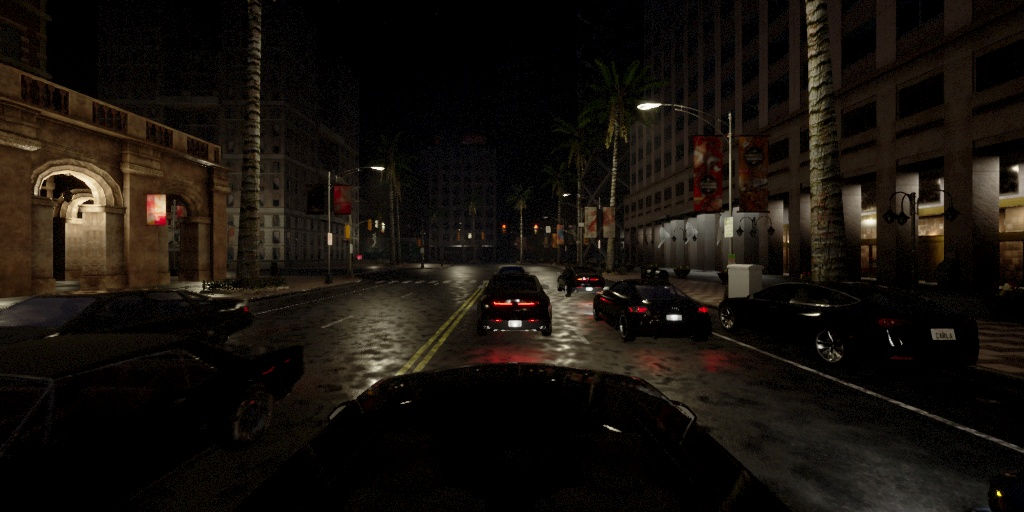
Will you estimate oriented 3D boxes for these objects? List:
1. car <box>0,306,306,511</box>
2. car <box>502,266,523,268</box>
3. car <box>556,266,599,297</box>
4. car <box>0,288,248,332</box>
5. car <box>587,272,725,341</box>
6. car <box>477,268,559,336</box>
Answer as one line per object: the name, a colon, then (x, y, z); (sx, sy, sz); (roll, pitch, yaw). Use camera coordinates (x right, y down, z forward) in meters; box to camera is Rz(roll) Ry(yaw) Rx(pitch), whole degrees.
car: (-3.601, 1.351, 2.410); (1.895, 1.301, 4.718); (0, 0, 0)
car: (0.003, 1.276, 19.334); (1.812, 1.442, 4.674); (0, 0, -2)
car: (3.506, 1.255, 18.750); (1.837, 1.490, 4.892); (0, 0, 0)
car: (-7.117, 1.297, 6.216); (2.033, 1.411, 5.357); (0, 0, 0)
car: (3.553, 1.314, 9.840); (1.994, 1.385, 4.181); (0, 0, 0)
car: (0.047, 1.254, 10.387); (1.837, 1.490, 4.892); (0, 0, -1)
